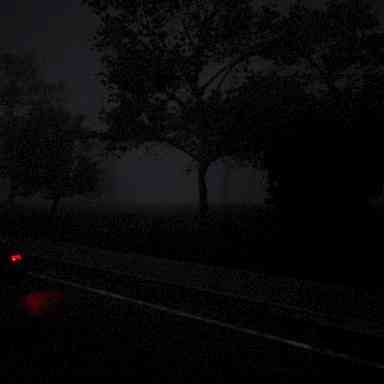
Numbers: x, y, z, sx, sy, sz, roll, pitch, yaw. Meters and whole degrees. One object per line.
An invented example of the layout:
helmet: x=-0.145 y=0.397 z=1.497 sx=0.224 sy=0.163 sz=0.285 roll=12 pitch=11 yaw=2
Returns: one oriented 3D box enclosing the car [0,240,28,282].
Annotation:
car: x=-6.372 y=1.551 z=8.542 sx=5.357 sy=1.411 sz=2.033 roll=0 pitch=0 yaw=36
